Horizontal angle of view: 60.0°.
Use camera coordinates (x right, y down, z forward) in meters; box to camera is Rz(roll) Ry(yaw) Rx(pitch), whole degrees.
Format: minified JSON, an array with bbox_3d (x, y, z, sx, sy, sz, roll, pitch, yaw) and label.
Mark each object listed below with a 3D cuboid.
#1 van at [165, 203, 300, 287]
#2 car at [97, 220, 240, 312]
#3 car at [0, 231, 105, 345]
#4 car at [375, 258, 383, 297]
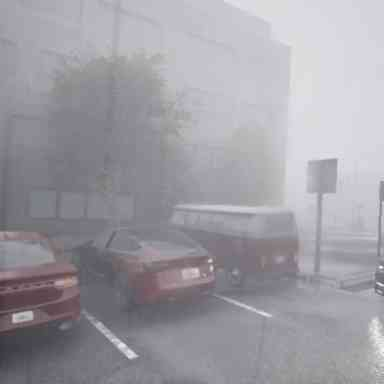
[{"bbox_3d":[0.850,1.353,9.716,1.878,1.987,4.442,1,-1,-35],"label":"van"},{"bbox_3d":[-1.371,1.550,8.025,2.163,1.488,4.792,1,-1,-36],"label":"car"},{"bbox_3d":[-3.659,1.484,6.356,2.097,1.535,5.008,0,0,-36],"label":"car"},{"bbox_3d":[6.125,1.680,7.683,4.902,1.511,2.128,2,-1,-35],"label":"car"}]
